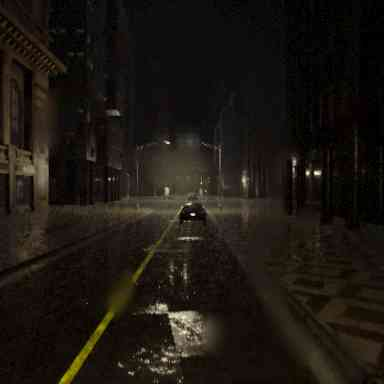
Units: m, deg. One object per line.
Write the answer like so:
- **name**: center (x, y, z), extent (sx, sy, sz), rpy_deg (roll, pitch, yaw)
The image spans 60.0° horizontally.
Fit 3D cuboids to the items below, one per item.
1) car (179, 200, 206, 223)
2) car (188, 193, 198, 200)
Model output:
- **car**: center (0.071, 1.558, 25.500), extent (1.994, 1.385, 4.181), rpy_deg (0, 0, 0)
- **car**: center (0.230, 1.161, 77.752), extent (2.150, 2.045, 5.566), rpy_deg (0, 0, 0)
